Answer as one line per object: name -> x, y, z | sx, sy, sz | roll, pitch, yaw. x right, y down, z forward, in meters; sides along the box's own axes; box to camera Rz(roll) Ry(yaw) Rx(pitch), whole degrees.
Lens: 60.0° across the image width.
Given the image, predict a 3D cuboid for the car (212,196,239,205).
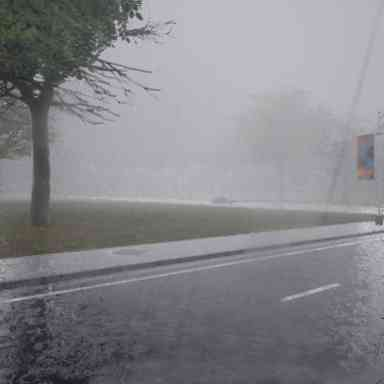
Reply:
car -> 5.811, 1.468, 58.238 | 2.033, 1.411, 5.357 | 0, 0, -36
